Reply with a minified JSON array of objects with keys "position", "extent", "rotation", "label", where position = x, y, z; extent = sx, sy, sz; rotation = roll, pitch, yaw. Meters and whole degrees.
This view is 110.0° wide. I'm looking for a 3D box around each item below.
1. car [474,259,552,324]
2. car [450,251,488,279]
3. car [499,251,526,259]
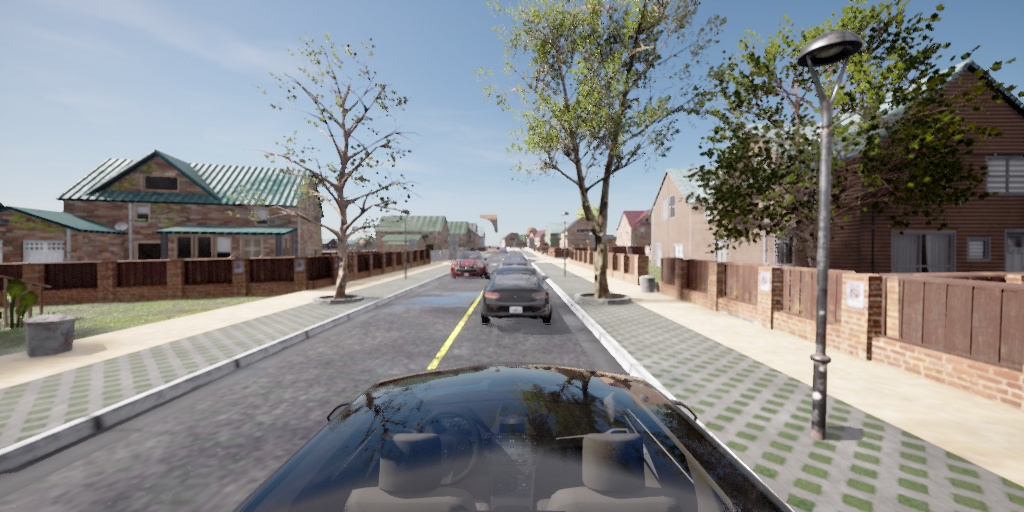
[{"position":[0.127,1.011,10.635],"extent":[1.812,1.442,4.674],"rotation":[0,2,1],"label":"car"},{"position":[-2.669,0.460,23.427],"extent":[2.097,1.767,4.553],"rotation":[0,2,1],"label":"car"},{"position":[0.236,0.608,25.070],"extent":[2.033,1.411,5.357],"rotation":[0,2,1],"label":"car"}]
